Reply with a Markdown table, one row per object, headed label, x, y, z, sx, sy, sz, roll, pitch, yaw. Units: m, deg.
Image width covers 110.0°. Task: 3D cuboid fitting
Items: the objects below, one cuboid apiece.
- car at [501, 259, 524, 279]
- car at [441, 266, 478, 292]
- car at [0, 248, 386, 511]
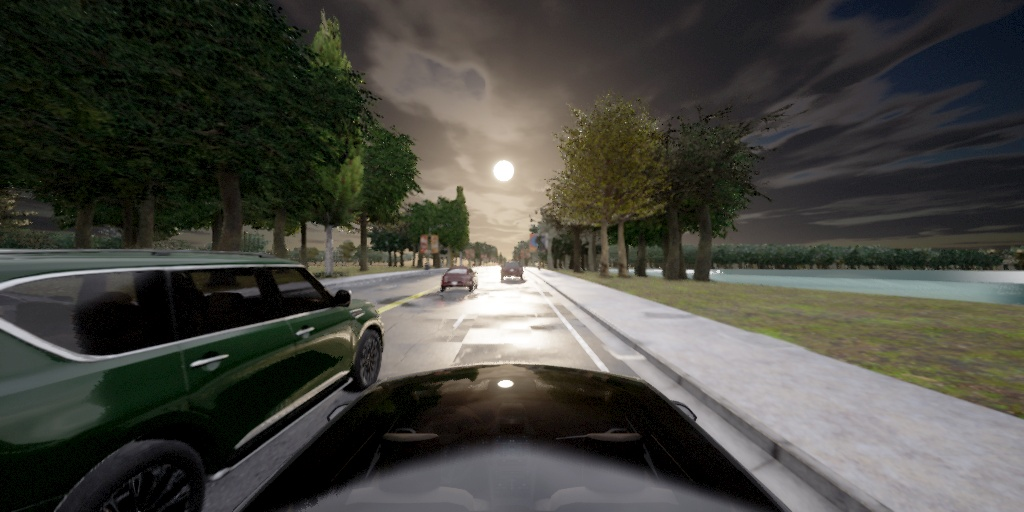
| label | x | y | z | sx | sy | sz | roll | pitch | yaw |
| --- | --- | --- | --- | --- | --- | --- | --- | --- | --- |
| car | 0.015 | 1.292 | 34.157 | 2.097 | 1.767 | 4.553 | 0 | 0 | 0 |
| car | -3.146 | 1.333 | 21.930 | 1.812 | 1.442 | 4.674 | 0 | 0 | 0 |
| car | -3.150 | 0.972 | 3.555 | 2.150 | 2.045 | 5.566 | 0 | 0 | 0 |
